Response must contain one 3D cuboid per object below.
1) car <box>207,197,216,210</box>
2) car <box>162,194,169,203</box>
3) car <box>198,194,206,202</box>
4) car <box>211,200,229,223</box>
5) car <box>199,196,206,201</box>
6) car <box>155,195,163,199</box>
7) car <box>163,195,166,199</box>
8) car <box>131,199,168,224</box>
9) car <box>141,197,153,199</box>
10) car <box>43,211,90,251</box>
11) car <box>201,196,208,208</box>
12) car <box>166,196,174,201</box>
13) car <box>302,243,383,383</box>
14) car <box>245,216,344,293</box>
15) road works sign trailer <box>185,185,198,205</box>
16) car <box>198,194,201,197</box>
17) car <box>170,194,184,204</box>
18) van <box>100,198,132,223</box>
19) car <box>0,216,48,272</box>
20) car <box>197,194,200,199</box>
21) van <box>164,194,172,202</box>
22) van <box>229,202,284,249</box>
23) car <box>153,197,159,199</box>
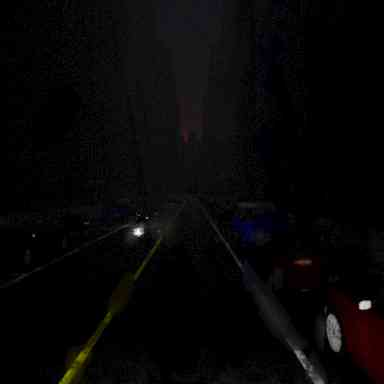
[{"bbox_3d":[2.757,1.483,31.120,1.967,1.590,4.097,0,0,0],"label":"car"},{"bbox_3d":[-5.775,1.397,59.117,2.192,1.841,5.009,0,0,0],"label":"car"},{"bbox_3d":[2.747,1.656,64.733,1.947,1.339,4.313,0,0,0],"label":"car"},{"bbox_3d":[2.758,1.579,25.519,1.887,1.381,4.507,0,0,0],"label":"car"},{"bbox_3d":[2.741,1.713,87.141,1.802,1.307,4.206,0,0,0],"label":"car"},{"bbox_3d":[-5.773,1.506,47.913,1.967,1.590,4.097,0,0,0],"label":"car"},{"bbox_3d":[-5.775,1.639,53.514,1.947,1.339,4.313,0,0,0],"label":"car"},{"bbox_3d":[-3.106,1.539,25.398,1.837,1.490,4.892,0,0,0],"label":"car"},{"bbox_3d":[-5.770,1.490,36.710,1.967,1.590,4.097,0,0,0],"label":"car"},{"bbox_3d":[-5.764,1.564,14.303,1.887,1.381,4.507,0,0,0],"label":"car"},{"bbox_3d":[2.752,1.610,47.926,1.887,1.381,4.507,0,0,0],"label":"car"},{"bbox_3d":[-5.784,1.656,86.954,1.752,1.417,4.829,0,0,0],"label":"car"},{"bbox_3d":[2.765,1.549,3.110,1.887,1.381,4.507,0,0,0],"label":"car"},{"bbox_3d":[2.763,1.557,8.711,1.887,1.381,4.507,0,0,0],"label":"car"},{"bbox_3d":[-0.028,0.542,59.575,2.380,3.560,2.880,0,0,0],"label":"road works sign trailer"},{"bbox_3d":[2.745,1.665,70.335,1.947,1.339,4.313,0,0,0],"label":"car"},{"bbox_3d":[-3.029,1.612,66.522,1.812,1.442,4.674,0,0,0],"label":"car"},{"bbox_3d":[-5.766,1.376,25.507,1.690,1.788,3.998,0,0,0],"label":"van"},{"bbox_3d":[-5.762,1.557,8.700,1.887,1.381,4.507,0,0,0],"label":"car"},{"bbox_3d":[2.744,1.660,75.937,2.008,1.369,4.403,0,0,0],"label":"car"},{"bbox_3d":[-5.782,1.461,81.523,1.690,1.788,3.998,0,0,0],"label":"van"},{"bbox_3d":[2.762,1.361,14.314,1.690,1.788,3.998,0,0,0],"label":"van"},{"bbox_3d":[-5.772,1.624,42.311,1.947,1.339,4.313,0,0,0],"label":"car"}]
